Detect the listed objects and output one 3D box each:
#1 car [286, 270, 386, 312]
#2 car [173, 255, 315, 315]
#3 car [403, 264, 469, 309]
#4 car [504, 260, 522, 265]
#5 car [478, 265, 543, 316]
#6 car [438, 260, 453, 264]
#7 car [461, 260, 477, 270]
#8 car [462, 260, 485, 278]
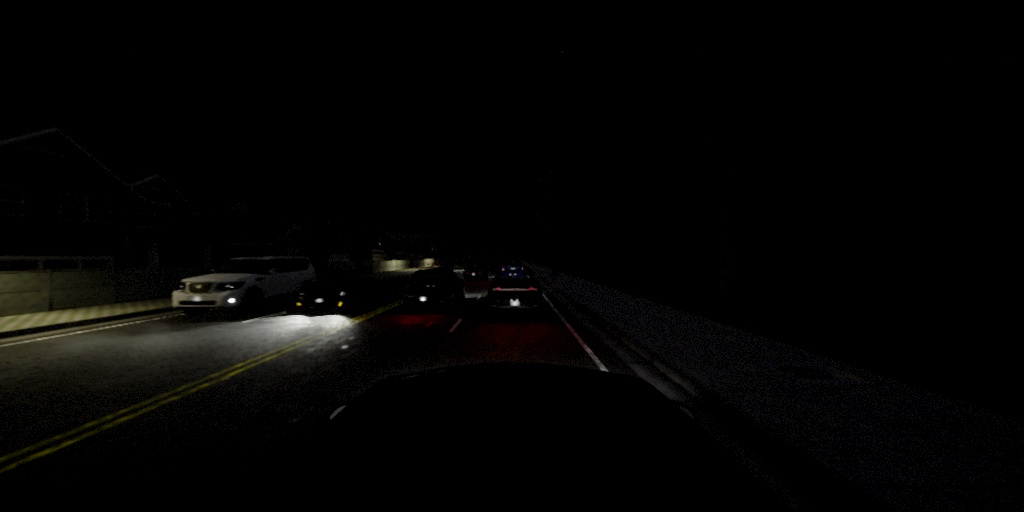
[{"bbox_3d":[-6.605,1.331,14.275,1.994,1.385,4.181,0,0,0],"label":"car"},{"bbox_3d":[-9.854,0.988,13.975,2.150,2.045,5.566,0,0,0],"label":"car"},{"bbox_3d":[-3.156,1.273,15.131,1.837,1.490,4.892,0,0,0],"label":"car"},{"bbox_3d":[0.089,1.140,30.434,2.097,1.767,4.553,0,0,0],"label":"car"},{"bbox_3d":[0.094,1.257,13.522,2.128,1.511,4.902,0,0,0],"label":"car"},{"bbox_3d":[-9.842,1.333,53.181,1.837,1.490,4.892,0,0,0],"label":"car"},{"bbox_3d":[-6.586,1.337,55.444,1.837,1.490,4.892,0,0,0],"label":"car"},{"bbox_3d":[-3.162,1.316,31.696,1.812,1.442,4.674,0,0,0],"label":"car"}]
